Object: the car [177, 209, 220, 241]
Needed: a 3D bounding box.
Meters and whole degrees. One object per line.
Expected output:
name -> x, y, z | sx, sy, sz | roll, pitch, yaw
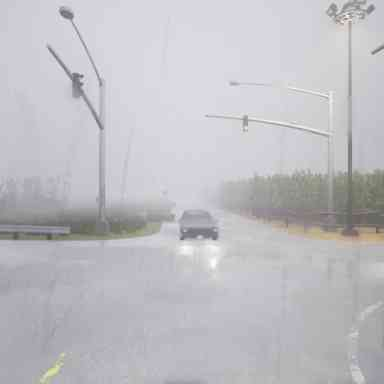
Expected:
car -> 0.240, 1.598, 17.346 | 2.033, 1.411, 5.357 | 0, 0, -3
